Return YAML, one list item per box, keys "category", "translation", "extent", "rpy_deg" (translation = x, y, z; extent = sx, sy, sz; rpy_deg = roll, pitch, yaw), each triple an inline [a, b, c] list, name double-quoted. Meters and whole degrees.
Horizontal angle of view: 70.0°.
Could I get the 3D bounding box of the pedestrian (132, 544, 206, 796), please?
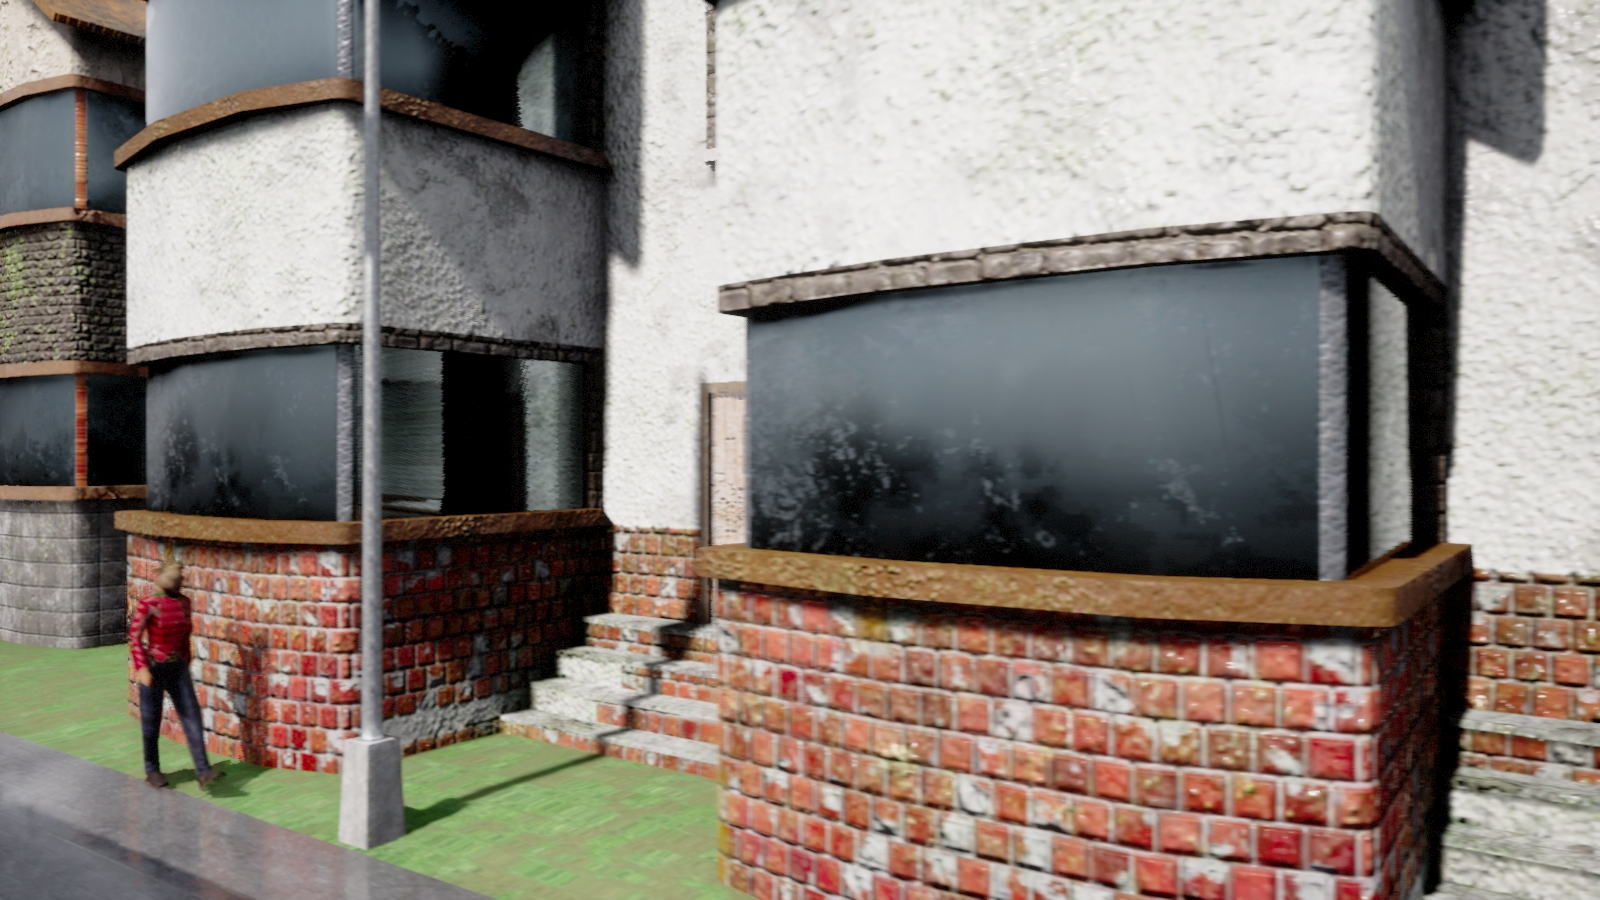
- category: "pedestrian"
  translation: [-4.905, 1.682, 8.882]
  extent: [0.375, 1.860, 0.375]
  rpy_deg: [0, 0, 35]
